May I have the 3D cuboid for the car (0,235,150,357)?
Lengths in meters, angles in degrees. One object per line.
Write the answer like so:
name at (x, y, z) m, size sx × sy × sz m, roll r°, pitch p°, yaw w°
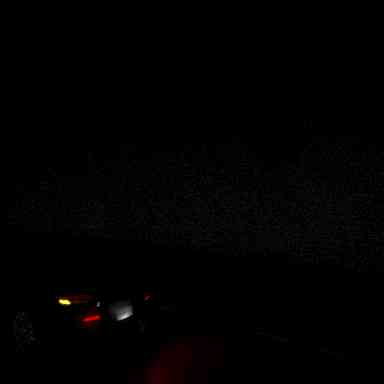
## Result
car at (-2.815, 1.525, 6.000) m, size 4.674 × 1.442 × 1.812 m, roll 0°, pitch 0°, yaw 36°
